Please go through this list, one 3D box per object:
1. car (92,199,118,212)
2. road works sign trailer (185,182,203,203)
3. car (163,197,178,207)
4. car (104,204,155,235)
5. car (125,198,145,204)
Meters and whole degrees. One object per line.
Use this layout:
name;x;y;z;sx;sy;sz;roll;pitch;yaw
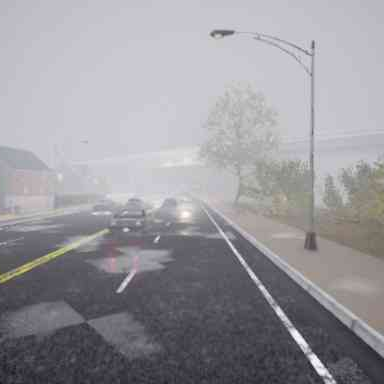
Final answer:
car;-9.854;1.472;38.327;2.033;1.411;5.357;0;0;0
road works sign trailer;0.504;0.105;63.027;2.380;3.560;2.880;12;-13;4
car;-3.181;1.469;49.317;1.994;1.385;4.181;0;0;0
car;-3.195;1.557;18.370;1.895;1.301;4.718;0;0;0
car;-6.603;1.429;38.521;1.837;1.490;4.892;0;0;0
